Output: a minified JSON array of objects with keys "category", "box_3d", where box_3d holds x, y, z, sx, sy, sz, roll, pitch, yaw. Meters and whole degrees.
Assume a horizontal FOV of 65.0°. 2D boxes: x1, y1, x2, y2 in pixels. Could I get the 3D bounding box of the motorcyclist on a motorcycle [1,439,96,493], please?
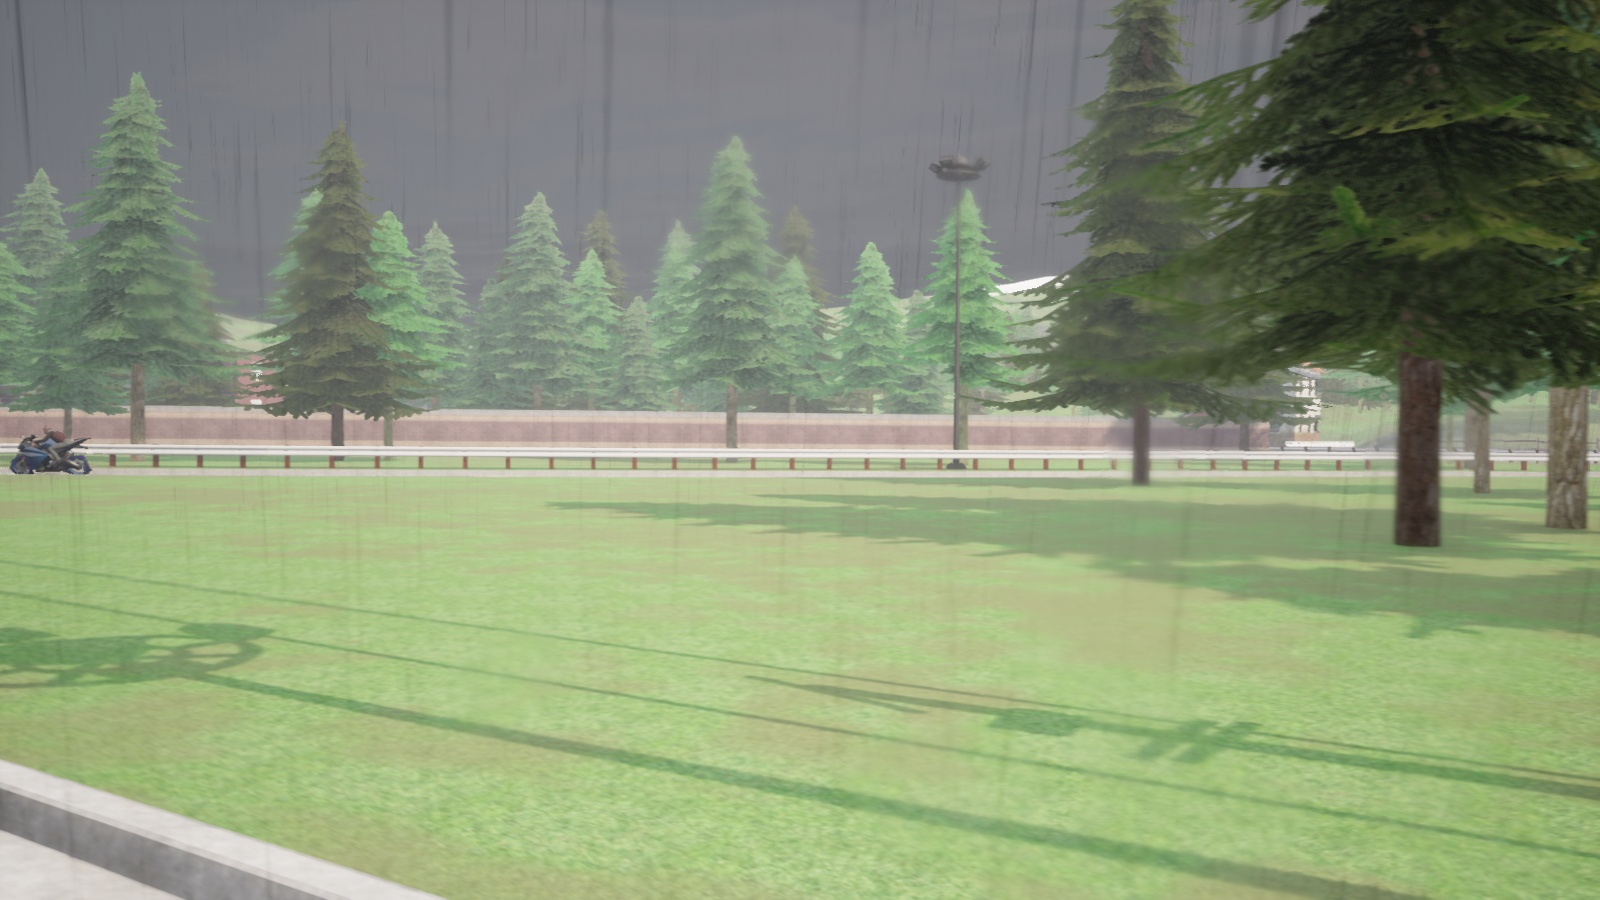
[{"category":"motorcyclist on a motorcycle","box_3d":[-21.944,0.464,36.706,2.191,1.530,0.866,-1,1,-4]}]
